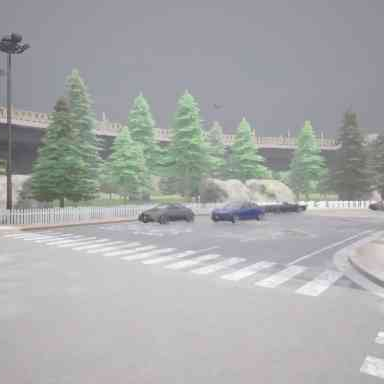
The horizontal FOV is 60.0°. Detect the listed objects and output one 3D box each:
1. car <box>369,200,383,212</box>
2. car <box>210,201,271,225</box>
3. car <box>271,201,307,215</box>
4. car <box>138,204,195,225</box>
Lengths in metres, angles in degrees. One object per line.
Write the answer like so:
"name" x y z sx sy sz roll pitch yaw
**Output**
"car" 22.270 1.517 37.525 4.181 1.385 1.994 0 0 -6
"car" 3.407 1.430 24.142 1.882 1.535 5.008 0 0 44
"car" 9.076 1.555 33.042 4.718 1.301 1.895 0 0 -30
"car" -1.742 1.518 23.492 1.994 1.385 4.181 0 0 43
